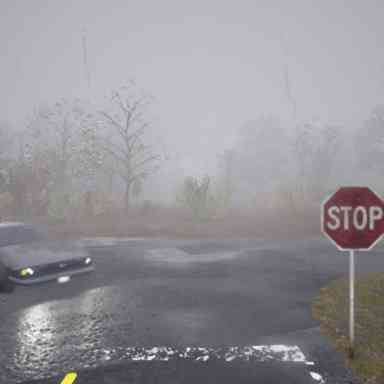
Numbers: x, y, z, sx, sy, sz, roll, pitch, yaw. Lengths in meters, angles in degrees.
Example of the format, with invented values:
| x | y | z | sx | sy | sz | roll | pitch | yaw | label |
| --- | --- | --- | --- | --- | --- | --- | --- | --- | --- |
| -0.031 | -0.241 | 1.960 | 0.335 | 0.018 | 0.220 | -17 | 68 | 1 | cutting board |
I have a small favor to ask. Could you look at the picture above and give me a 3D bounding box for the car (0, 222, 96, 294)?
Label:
| x | y | z | sx | sy | sz | roll | pitch | yaw | label |
| --- | --- | --- | --- | --- | --- | --- | --- | --- | --- |
| -4.888 | 1.548 | 9.056 | 5.357 | 1.411 | 2.033 | 0 | 0 | 39 | car |
